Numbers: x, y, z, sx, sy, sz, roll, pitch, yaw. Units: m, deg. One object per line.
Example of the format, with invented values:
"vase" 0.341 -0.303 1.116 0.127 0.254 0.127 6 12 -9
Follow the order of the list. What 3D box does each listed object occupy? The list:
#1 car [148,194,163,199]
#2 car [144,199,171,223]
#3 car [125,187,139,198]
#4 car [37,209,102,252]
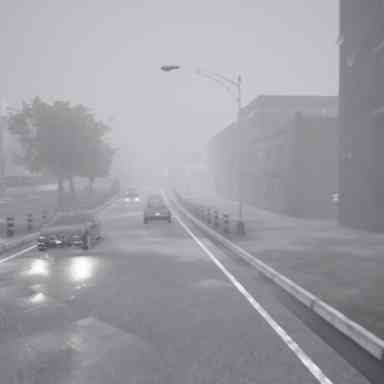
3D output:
"car" -4.596 0.967 41.885 1.994 1.385 4.181 -1 3 -7
"car" -2.624 1.481 25.171 1.994 1.385 4.181 -1 1 -7
"car" -9.855 -0.030 55.141 2.097 1.767 4.553 -1 4 -6
"car" -5.065 1.543 14.296 1.837 1.490 4.892 -1 0 -7
